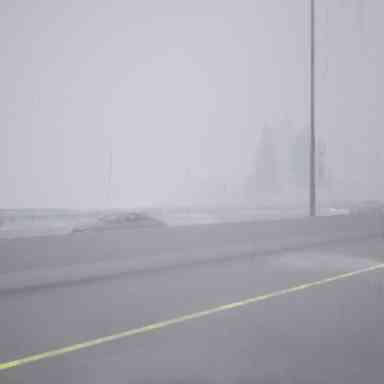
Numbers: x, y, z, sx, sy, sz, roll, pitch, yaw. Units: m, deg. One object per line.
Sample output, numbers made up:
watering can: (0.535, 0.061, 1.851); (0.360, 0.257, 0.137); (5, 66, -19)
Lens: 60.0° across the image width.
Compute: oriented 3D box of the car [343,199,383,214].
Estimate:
car: (17.878, 1.501, 33.889); (4.892, 1.490, 1.837); (0, 0, -35)

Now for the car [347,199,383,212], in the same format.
car: (21.129, 1.598, 40.476); (4.718, 1.301, 1.895); (0, 0, -35)

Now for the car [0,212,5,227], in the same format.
car: (-12.576, 1.551, 16.515); (5.357, 1.411, 2.033); (0, 0, -35)

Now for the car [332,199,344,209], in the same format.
car: (20.530, 1.561, 44.325); (4.181, 1.385, 1.994); (0, 0, -35)

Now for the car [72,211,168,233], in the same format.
car: (-3.092, 1.565, 14.674); (4.181, 1.385, 1.994); (0, 0, -35)
